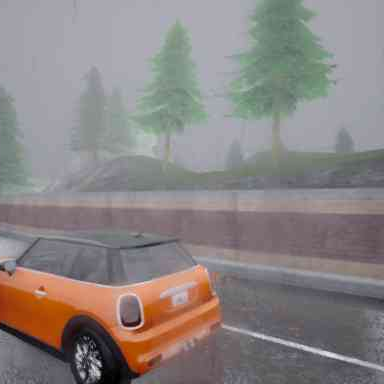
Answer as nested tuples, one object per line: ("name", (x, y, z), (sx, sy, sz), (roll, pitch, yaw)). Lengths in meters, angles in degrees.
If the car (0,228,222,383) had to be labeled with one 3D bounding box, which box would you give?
("car", (-1.836, 1.412, 5.537), (4.553, 1.767, 2.097), (-1, -1, 37))
